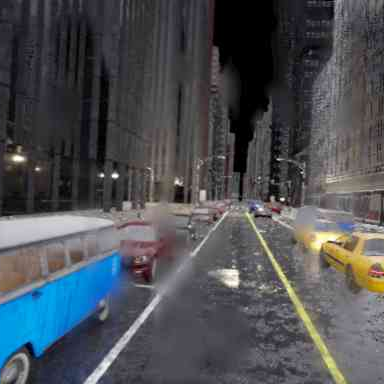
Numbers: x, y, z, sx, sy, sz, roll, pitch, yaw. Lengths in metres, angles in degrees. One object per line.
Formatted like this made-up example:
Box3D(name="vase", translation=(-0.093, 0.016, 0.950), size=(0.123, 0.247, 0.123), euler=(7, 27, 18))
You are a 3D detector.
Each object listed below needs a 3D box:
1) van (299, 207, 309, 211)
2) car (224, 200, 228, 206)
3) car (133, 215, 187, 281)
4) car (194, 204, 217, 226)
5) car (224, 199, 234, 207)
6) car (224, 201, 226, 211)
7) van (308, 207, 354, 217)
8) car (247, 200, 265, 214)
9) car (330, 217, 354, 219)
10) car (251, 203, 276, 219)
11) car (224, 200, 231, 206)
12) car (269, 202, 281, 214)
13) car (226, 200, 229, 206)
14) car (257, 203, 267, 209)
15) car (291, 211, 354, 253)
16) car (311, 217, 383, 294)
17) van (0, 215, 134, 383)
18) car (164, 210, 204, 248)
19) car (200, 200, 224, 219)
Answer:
Box3D(name="van", translation=(9.220, 2.087, 25.674), size=(1.690, 1.788, 3.998), euler=(3, -1, 8))
Box3D(name="car", translation=(3.886, 2.337, 49.094), size=(1.802, 1.307, 4.206), euler=(3, -1, 8))
Box3D(name="car", translation=(-1.559, 1.584, 10.151), size=(1.887, 1.381, 4.507), euler=(3, -1, 8))
Box3D(name="car", translation=(0.774, 1.926, 26.841), size=(1.802, 1.307, 4.206), euler=(3, -1, 8))
Box3D(name="car", translation=(8.395, 2.673, 81.251), size=(2.192, 1.841, 5.009), euler=(3, -1, 8))
Box3D(name="car", translation=(3.110, 2.196, 43.531), size=(1.887, 1.381, 4.507), euler=(3, -1, 8))
Box3D(name="van", translation=(8.442, 1.985, 20.111), size=(1.690, 1.788, 3.998), euler=(3, -1, 8))
Box3D(name="car", translation=(10.094, 2.313, 51.799), size=(2.150, 2.045, 5.566), euler=(3, -1, 8))
Box3D(name="car", translation=(7.654, 2.093, 14.545), size=(2.008, 1.369, 4.403), euler=(3, -1, 8))
Box3D(name="car", translation=(8.416, 2.431, 39.507), size=(1.994, 1.385, 4.181), euler=(3, -1, 8))
Box3D(name="car", translation=(9.922, 3.093, 92.243), size=(1.752, 1.417, 4.829), euler=(3, -1, 8))
Box3D(name="car", translation=(13.112, 2.575, 53.493), size=(2.192, 1.841, 5.009), euler=(3, -1, 8))
Box3D(name="car", translation=(4.664, 2.440, 54.657), size=(1.802, 1.307, 4.206), euler=(3, -1, 8))
Box3D(name="car", translation=(16.819, 3.310, 80.081), size=(2.008, 1.369, 4.403), euler=(3, -1, 8))
Box3D(name="car", translation=(5.877, 1.922, 15.579), size=(1.801, 1.575, 5.366), euler=(3, -1, 8))
Box3D(name="car", translation=(5.078, 1.815, 9.634), size=(1.801, 1.575, 5.366), euler=(3, -1, 8))
Box3D(name="van", translation=(-2.327, 1.279, 4.590), size=(1.690, 1.788, 3.998), euler=(3, -1, 8))
Box3D(name="car", translation=(-0.782, 1.706, 15.715), size=(1.947, 1.339, 4.313), euler=(3, -1, 8))
Box3D(name="car", translation=(1.565, 1.762, 32.407), size=(2.192, 1.841, 5.009), euler=(3, -1, 8))
